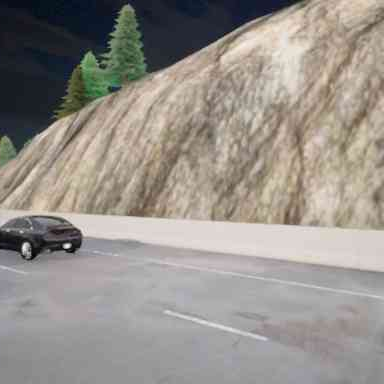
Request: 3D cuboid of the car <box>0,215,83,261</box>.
[{"bbox_3d":[-6.298,1.656,13.071,4.892,1.490,1.837,-1,-1,37],"label":"car"}]
